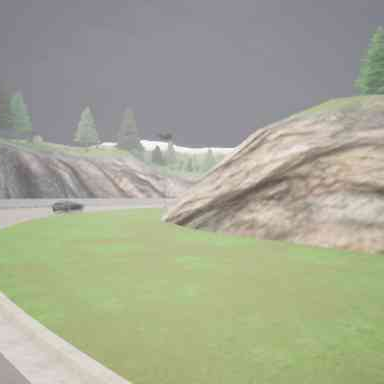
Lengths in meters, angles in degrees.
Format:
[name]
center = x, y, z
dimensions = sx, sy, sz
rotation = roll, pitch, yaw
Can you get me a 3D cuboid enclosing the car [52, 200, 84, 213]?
[car]
center = -14.974, 1.716, 40.362
dimensions = 2.128, 1.511, 4.902
rotation = 0, 0, 11
